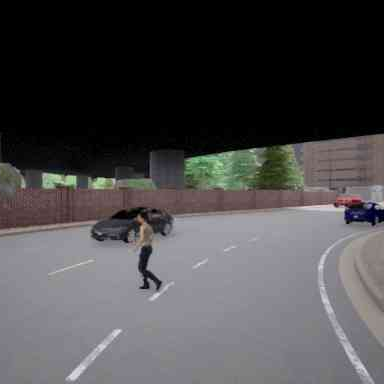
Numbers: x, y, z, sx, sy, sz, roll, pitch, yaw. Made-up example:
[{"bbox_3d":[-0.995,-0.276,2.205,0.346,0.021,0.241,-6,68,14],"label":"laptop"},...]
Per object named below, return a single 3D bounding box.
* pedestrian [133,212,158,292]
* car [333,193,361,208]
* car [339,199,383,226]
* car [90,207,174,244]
[{"bbox_3d":[-1.078,1.294,7.563,0.375,1.860,0.375,0,0,15],"label":"pedestrian"},{"bbox_3d":[22.163,1.224,47.276,5.566,2.045,2.150,0,0,-43],"label":"car"},{"bbox_3d":[12.550,1.478,23.602,5.008,1.535,1.882,0,0,-44],"label":"car"},{"bbox_3d":[-2.711,1.505,16.047,1.837,1.490,4.892,-1,0,29],"label":"car"}]
